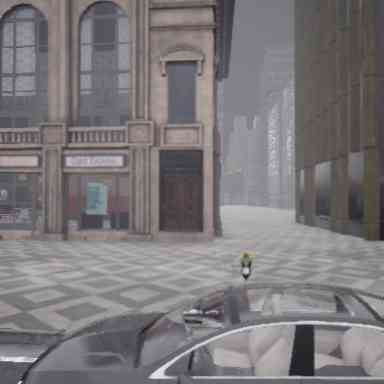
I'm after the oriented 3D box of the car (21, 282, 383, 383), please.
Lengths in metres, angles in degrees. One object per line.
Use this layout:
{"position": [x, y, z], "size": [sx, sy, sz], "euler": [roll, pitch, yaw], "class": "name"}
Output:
{"position": [0.661, 1.597, 3.101], "size": [4.403, 1.369, 2.008], "euler": [0, -1, 4], "class": "car"}
